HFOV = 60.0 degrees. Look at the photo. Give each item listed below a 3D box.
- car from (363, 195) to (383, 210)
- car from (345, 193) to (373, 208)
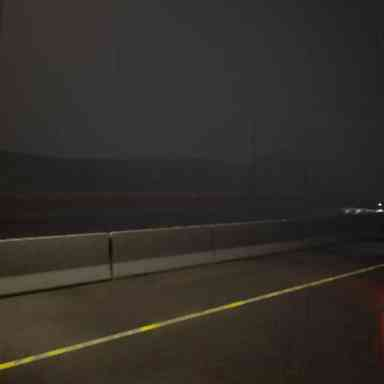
[{"bbox_3d":[24.783,1.475,43.479,4.892,1.490,1.837,0,0,-38],"label":"car"},{"bbox_3d":[24.010,1.191,47.315,5.566,2.045,2.150,0,0,-39],"label":"car"}]
